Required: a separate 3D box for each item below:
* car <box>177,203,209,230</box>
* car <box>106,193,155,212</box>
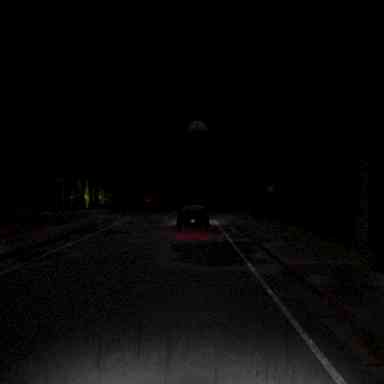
[{"bbox_3d":[0.073,1.454,20.978,1.882,1.535,5.008,0,0,1],"label":"car"},{"bbox_3d":[-7.071,1.201,38.264,5.566,2.045,2.150,0,-1,10],"label":"car"}]
